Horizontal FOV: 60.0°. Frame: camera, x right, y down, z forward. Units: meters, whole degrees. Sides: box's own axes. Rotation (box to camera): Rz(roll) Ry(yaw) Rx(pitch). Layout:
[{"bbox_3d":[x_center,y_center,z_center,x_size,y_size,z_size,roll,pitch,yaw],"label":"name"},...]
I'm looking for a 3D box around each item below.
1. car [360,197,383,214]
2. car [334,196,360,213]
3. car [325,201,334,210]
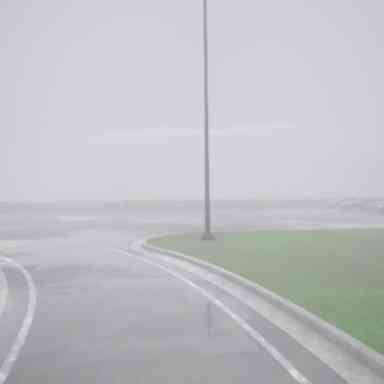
[{"bbox_3d":[17.736,1.101,29.055,4.553,1.767,2.097,-1,0,-6],"label":"car"},{"bbox_3d":[16.992,1.230,32.496,5.008,1.535,1.882,-1,0,-6],"label":"car"},{"bbox_3d":[16.945,1.254,36.009,4.892,1.490,1.837,0,0,-6],"label":"car"}]
